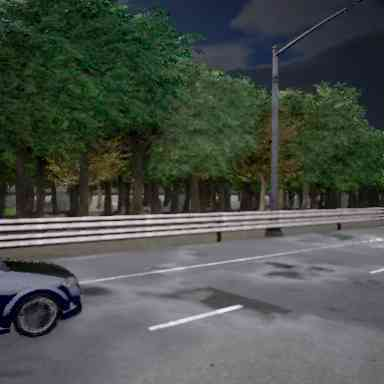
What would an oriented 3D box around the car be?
[{"bbox_3d":[-3.955,1.560,5.226,4.181,1.385,1.994,1,-1,-35],"label":"car"}]
